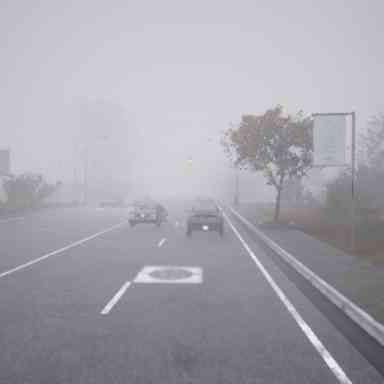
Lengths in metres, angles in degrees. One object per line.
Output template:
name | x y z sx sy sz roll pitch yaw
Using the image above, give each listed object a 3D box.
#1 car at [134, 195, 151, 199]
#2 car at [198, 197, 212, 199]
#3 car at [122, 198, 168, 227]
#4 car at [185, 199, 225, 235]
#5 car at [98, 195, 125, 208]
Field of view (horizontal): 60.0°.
car | -5.609 1.045 38.148 1.994 1.385 4.181 0 1 2
car | 1.371 1.153 34.821 1.895 1.301 4.718 0 1 2
car | -2.675 1.353 21.213 2.033 1.411 5.357 0 1 2
car | 0.708 1.373 17.875 1.837 1.490 4.892 0 1 2
car | -9.106 1.060 38.285 2.033 1.411 5.357 0 1 2
